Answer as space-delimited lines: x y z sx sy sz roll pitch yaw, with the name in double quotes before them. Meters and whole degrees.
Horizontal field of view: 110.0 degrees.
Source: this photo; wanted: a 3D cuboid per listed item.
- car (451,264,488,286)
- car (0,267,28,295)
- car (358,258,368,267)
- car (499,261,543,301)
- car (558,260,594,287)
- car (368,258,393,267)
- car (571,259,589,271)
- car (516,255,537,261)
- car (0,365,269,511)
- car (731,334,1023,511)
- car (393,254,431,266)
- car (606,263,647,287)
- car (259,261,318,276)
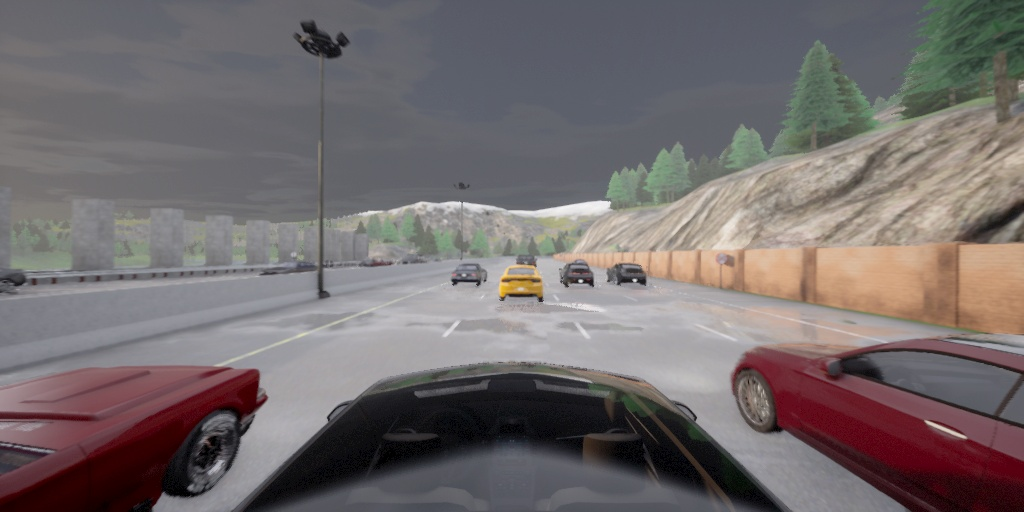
"car" -2.784 1.211 24.233 2.033 1.411 5.357 0 0 3
"car" -24.305 1.035 15.130 2.128 1.511 4.902 0 0 2
"car" -22.184 1.000 55.879 1.994 1.385 4.181 0 0 3
"car" 0.462 1.184 17.094 1.882 1.535 5.008 0 0 2
"car" 4.248 1.218 23.917 1.837 1.490 4.892 0 1 3
"car" -18.829 1.069 52.704 1.895 1.301 4.718 0 0 4
"car" 9.119 1.196 48.463 1.812 1.442 4.674 0 0 3
"car" 1.567 0.871 39.115 2.150 2.045 5.566 0 0 3
"car" -3.416 1.328 1.498 1.895 1.301 4.718 0 0 0
"car" 3.665 1.298 2.579 1.812 1.442 4.674 0 0 0
"car" -12.296 0.760 44.481 2.150 2.045 5.566 0 0 4
"car" 7.799 1.240 24.790 1.837 1.490 4.892 0 1 3
"car" -16.799 1.104 27.737 2.033 1.411 5.357 0 0 3
